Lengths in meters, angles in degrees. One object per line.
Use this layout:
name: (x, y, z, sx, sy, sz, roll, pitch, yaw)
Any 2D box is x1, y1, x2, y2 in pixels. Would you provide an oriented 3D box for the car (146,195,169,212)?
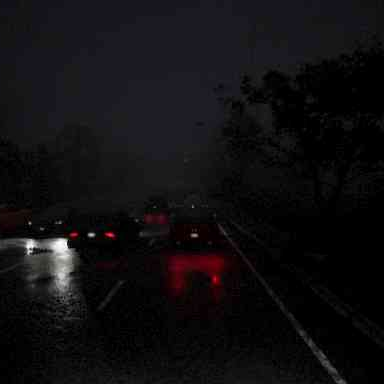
car: (-3.407, 1.068, 33.206, 2.128, 1.511, 4.902, 0, 3, 0)

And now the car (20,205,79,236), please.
car: (-7.103, 1.461, 18.058, 1.812, 1.442, 4.674, 0, 0, 0)

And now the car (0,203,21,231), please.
car: (-10.603, 1.413, 18.069, 1.882, 1.535, 5.008, 0, 0, 0)

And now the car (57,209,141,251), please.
car: (-3.403, 1.497, 13.770, 2.033, 1.411, 5.357, 0, 0, 0)

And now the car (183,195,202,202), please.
car: (0.093, 1.056, 34.081, 1.812, 1.442, 4.674, 0, 3, 0)

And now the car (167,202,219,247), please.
car: (0.094, 1.424, 14.658, 1.882, 1.535, 5.008, 0, 0, 0)
